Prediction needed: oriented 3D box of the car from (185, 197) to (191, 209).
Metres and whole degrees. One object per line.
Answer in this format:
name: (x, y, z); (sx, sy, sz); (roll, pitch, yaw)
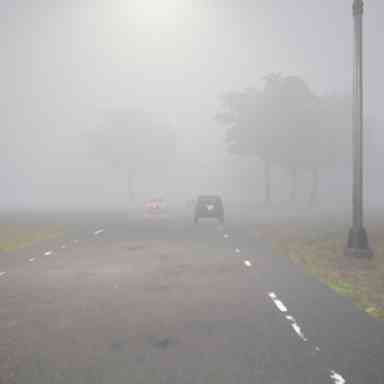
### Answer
car: (-0.001, 1.507, 45.594); (2.033, 1.411, 5.357); (0, 0, 1)

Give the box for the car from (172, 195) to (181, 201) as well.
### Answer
car: (-3.533, 1.429, 75.514); (1.895, 1.301, 4.718); (0, 0, 0)

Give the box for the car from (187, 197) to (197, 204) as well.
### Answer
car: (-0.027, 1.532, 61.481); (1.895, 1.301, 4.718); (0, 0, 0)

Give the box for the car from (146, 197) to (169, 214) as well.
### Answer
car: (-3.606, 1.326, 35.187); (2.097, 1.767, 4.553); (0, 0, 0)

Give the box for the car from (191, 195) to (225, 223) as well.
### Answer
car: (1.214, 1.208, 25.278); (2.150, 2.045, 5.566); (0, 0, 0)
